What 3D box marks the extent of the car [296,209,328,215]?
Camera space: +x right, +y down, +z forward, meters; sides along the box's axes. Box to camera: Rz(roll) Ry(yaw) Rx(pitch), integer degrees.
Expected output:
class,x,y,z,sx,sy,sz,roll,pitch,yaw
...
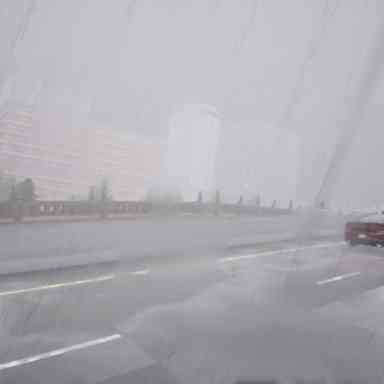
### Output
class,x,y,z,sx,sy,sz,roll,pitch,yaw
car,12.739,2.495,34.573,4.902,1.511,2.128,7,-4,-35

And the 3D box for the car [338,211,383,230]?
class,x,y,z,sx,sy,sz,roll,pitch,yaw
car,14.021,2.316,26.897,4.718,1.301,1.895,5,-3,-35

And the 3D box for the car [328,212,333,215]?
class,x,y,z,sx,sy,sz,roll,pitch,yaw
car,15.989,2.635,32.592,4.902,1.511,2.128,7,-4,-35

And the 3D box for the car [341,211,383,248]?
class,x,y,z,sx,sy,sz,roll,pitch,yaw
car,8.496,1.590,14.111,5.008,1.535,1.882,2,-1,-35
